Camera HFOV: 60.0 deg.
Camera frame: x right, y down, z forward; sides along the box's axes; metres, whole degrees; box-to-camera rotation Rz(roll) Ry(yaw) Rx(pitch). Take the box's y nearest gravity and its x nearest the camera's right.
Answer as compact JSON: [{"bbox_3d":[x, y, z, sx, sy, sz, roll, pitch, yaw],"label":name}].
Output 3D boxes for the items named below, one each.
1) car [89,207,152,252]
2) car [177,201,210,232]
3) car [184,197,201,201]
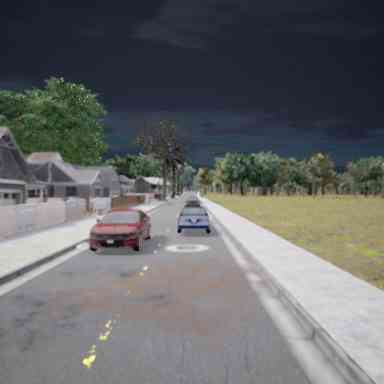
[{"bbox_3d":[-2.850,1.455,14.084,1.882,1.535,5.008,0,0,0],"label":"car"},{"bbox_3d":[0.097,1.515,19.652,2.033,1.411,5.357,0,0,0],"label":"car"},{"bbox_3d":[0.098,1.430,42.283,1.837,1.490,4.892,0,0,0],"label":"car"}]
